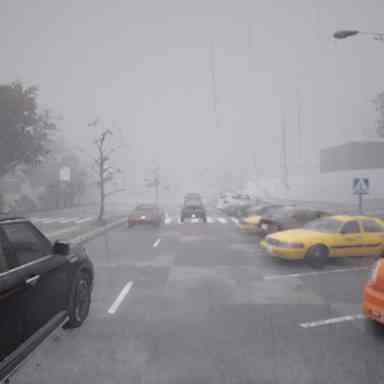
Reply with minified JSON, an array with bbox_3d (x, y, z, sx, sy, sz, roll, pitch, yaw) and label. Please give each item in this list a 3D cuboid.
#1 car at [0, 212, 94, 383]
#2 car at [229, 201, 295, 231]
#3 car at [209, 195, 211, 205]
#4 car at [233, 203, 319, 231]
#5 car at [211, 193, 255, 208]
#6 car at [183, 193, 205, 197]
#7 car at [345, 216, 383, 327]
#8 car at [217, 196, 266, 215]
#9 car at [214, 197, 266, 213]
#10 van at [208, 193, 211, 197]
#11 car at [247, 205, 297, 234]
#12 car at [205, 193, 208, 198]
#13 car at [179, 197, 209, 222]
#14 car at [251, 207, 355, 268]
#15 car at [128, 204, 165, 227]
[{"bbox_3d":[-2.885,1.216,3.758,2.150,2.045,5.566,0,0,0],"label":"car"},{"bbox_3d":[4.899,1.415,17.052,5.366,1.575,1.946,1,0,-20],"label":"car"},{"bbox_3d":[5.249,1.381,41.040,5.366,1.575,1.946,1,0,-20],"label":"car"},{"bbox_3d":[5.068,1.448,20.101,4.674,1.452,2.002,1,0,-20],"label":"car"},{"bbox_3d":[5.103,1.128,32.042,5.566,2.045,2.435,1,0,-20],"label":"car"},{"bbox_3d":[0.106,1.113,41.874,2.150,2.045,5.566,0,0,0],"label":"car"},{"bbox_3d":[5.043,1.354,5.175,4.553,1.767,2.185,1,0,-20],"label":"car"},{"bbox_3d":[5.083,1.384,29.041,4.892,1.521,2.231,1,0,-20],"label":"car"},{"bbox_3d":[5.080,1.378,35.007,5.008,1.535,2.097,1,0,-20],"label":"car"},{"bbox_3d":[4.970,1.163,46.897,4.442,1.987,1.878,1,0,-20],"label":"van"},{"bbox_3d":[5.098,1.466,14.148,4.792,1.488,2.163,1,0,-20],"label":"car"},{"bbox_3d":[4.903,1.389,49.855,5.366,1.575,1.946,1,0,-20],"label":"car"},{"bbox_3d":[0.104,1.402,25.406,1.837,1.490,4.892,0,0,0],"label":"car"},{"bbox_3d":[4.898,1.448,11.086,5.366,1.575,1.946,1,1,-20],"label":"car"},{"bbox_3d":[-2.897,1.474,21.810,1.994,1.385,4.181,0,0,0],"label":"car"}]
